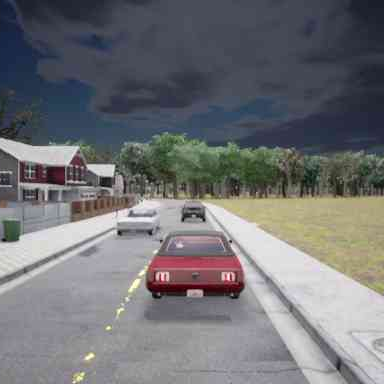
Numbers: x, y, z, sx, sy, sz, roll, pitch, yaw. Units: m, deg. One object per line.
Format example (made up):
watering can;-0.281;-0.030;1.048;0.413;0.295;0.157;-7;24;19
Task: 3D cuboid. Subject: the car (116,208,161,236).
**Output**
car;-2.845;1.590;18.374;1.895;1.301;4.718;0;0;0

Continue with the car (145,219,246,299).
car;0.099;1.596;8.386;1.895;1.301;4.718;0;0;1

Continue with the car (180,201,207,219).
car;0.112;1.489;26.434;1.837;1.490;4.892;0;0;0
